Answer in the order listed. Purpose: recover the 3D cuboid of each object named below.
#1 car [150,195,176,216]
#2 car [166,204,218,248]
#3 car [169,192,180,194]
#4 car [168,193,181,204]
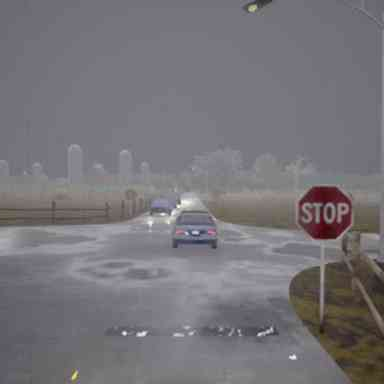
[{"bbox_3d":[-2.831,1.332,31.432,1.882,1.535,5.008,0,0,-1],"label":"car"},{"bbox_3d":[0.120,1.531,14.860,2.033,1.411,5.357,1,1,0],"label":"car"},{"bbox_3d":[-2.874,0.959,52.545,2.150,2.045,5.566,0,0,0],"label":"car"},{"bbox_3d":[-2.877,1.290,41.866,2.128,1.511,4.902,0,0,0],"label":"car"}]
